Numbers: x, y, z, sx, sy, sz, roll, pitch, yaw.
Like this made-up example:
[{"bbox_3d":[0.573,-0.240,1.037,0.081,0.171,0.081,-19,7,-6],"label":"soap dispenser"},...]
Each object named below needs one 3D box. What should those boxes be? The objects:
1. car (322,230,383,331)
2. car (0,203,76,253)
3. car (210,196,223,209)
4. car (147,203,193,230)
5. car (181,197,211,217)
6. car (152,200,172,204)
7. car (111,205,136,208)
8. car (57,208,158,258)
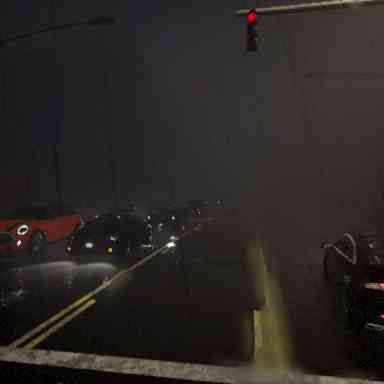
[{"bbox_3d":[3.708,1.471,6.420,2.128,1.511,4.902,-2,-1,17],"label":"car"},{"bbox_3d":[-6.334,1.324,13.558,2.097,1.767,4.553,0,0,10],"label":"car"},{"bbox_3d":[3.092,1.426,46.187,2.097,1.767,4.553,0,0,10],"label":"car"},{"bbox_3d":[-1.411,1.574,21.255,1.895,1.301,4.718,0,0,10],"label":"car"},{"bbox_3d":[0.367,1.518,31.284,1.837,1.490,4.892,0,0,10],"label":"car"},{"bbox_3d":[-2.966,1.517,32.524,2.128,1.511,4.902,0,0,10],"label":"car"},{"bbox_3d":[-4.759,1.585,22.414,1.895,1.301,4.718,0,0,10],"label":"car"},{"bbox_3d":[-2.940,1.529,12.645,1.994,1.385,4.181,0,0,11],"label":"car"}]
